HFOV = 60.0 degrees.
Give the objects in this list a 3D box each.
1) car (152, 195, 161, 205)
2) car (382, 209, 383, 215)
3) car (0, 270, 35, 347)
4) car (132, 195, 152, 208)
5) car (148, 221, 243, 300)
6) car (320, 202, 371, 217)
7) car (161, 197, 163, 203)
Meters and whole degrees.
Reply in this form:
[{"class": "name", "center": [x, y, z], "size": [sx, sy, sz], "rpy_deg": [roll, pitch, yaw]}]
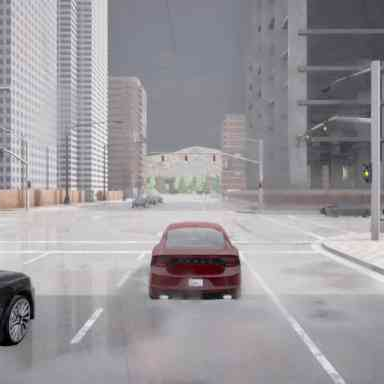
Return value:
[{"class": "car", "center": [-7.094, 1.352, 56.792], "size": [2.097, 1.767, 4.553], "rpy_deg": [0, 0, 1]}, {"class": "car", "center": [18.473, 1.221, 26.747], "size": [5.566, 2.045, 2.150], "rpy_deg": [0, 0, 0]}, {"class": "car", "center": [-3.449, 1.492, 3.442], "size": [2.128, 1.511, 4.902], "rpy_deg": [0, 0, 0]}, {"class": "car", "center": [-7.248, 1.505, 46.959], "size": [1.837, 1.490, 4.892], "rpy_deg": [0, 0, 1]}, {"class": "car", "center": [0.064, 1.478, 8.447], "size": [1.882, 1.535, 5.008], "rpy_deg": [0, 0, 0]}, {"class": "car", "center": [13.922, 1.564, 30.275], "size": [4.181, 1.385, 1.994], "rpy_deg": [0, 0, 0]}, {"class": "car", "center": [-6.886, 1.547, 67.061], "size": [2.033, 1.411, 5.357], "rpy_deg": [0, 0, 1]}]
